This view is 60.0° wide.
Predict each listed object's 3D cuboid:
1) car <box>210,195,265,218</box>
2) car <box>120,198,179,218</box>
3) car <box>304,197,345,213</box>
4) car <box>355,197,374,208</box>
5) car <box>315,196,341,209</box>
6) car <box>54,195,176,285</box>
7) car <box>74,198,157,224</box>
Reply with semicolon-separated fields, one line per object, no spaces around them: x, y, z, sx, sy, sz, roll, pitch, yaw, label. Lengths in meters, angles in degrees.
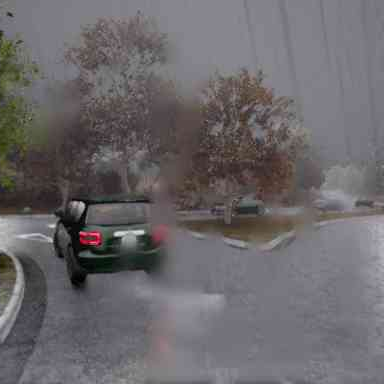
3.672;1.066;26.810;4.553;1.767;2.097;0;0;-33;car
-3.324;1.222;26.143;4.181;1.385;1.994;0;1;-32;car
13.565;1.348;33.768;5.357;1.411;2.033;0;0;-39;car
22.678;1.391;43.752;1.895;1.301;4.718;1;1;33;car
17.165;1.309;41.778;1.812;1.442;4.674;1;1;39;car
-2.536;1.085;9.459;2.150;2.045;5.566;0;1;-27;car
-5.018;1.175;21.971;5.008;1.535;1.882;0;1;-26;car
